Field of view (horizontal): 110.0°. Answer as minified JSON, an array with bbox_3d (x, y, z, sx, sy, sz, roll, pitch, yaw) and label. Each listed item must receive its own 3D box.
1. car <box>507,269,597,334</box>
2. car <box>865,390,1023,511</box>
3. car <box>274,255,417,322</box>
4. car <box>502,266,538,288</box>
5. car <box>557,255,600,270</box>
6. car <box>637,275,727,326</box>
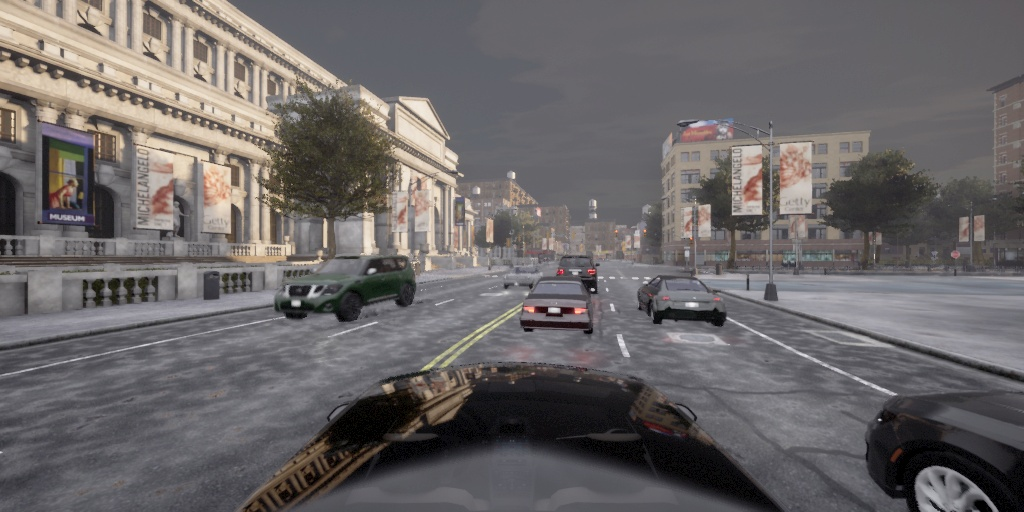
[{"bbox_3d":[1.473,1.299,10.731,2.033,1.411,5.357,0,0,11],"label":"car"},{"bbox_3d":[3.740,1.254,0.799,1.837,1.490,4.892,0,0,-1],"label":"car"},{"bbox_3d":[-5.463,0.972,12.787,2.150,2.045,5.566,0,0,13],"label":"car"},{"bbox_3d":[0.796,1.367,23.556,1.895,1.301,4.718,0,0,14],"label":"car"},{"bbox_3d":[3.822,0.974,20.707,2.150,2.045,5.566,0,0,14],"label":"car"},{"bbox_3d":[5.381,1.316,11.856,1.994,1.385,4.181,0,0,12],"label":"car"}]
